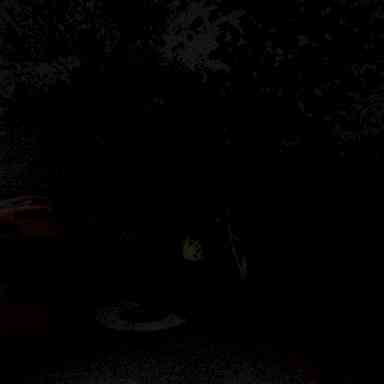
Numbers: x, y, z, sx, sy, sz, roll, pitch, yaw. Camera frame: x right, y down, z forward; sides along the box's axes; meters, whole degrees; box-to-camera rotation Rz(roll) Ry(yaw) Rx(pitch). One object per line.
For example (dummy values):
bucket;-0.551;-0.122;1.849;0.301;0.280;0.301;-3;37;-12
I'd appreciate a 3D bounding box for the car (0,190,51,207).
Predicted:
car;-16.283;0.634;31.880;4.792;1.488;2.163;1;2;-30

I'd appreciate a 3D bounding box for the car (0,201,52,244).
car;-6.745;1.353;15.156;5.008;1.535;2.097;1;2;-30

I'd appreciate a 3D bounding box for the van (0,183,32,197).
van;-25.931;-0.268;48.669;4.442;1.987;1.878;1;1;-30

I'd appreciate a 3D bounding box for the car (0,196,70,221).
car;-10.788;1.076;22.270;4.674;1.452;2.002;1;2;-30

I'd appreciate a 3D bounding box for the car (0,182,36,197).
car;-27.222;-0.375;51.118;5.566;2.045;2.435;1;1;-30

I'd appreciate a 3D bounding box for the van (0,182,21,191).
van;-42.427;-1.274;77.665;4.442;1.987;1.878;1;1;-30

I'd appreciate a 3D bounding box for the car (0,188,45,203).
car;-19.032;0.424;36.829;4.792;1.488;2.163;1;2;-30

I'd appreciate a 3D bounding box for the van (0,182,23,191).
van;-40.790;-1.183;75.258;4.442;1.987;1.878;1;1;-30

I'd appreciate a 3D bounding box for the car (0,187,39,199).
car;-23.093;0.127;43.920;5.008;1.535;2.097;1;1;-30

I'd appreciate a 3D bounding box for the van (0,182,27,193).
van;-34.006;-0.769;63.334;4.442;1.987;1.878;1;1;-30

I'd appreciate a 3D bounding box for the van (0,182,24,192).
van;-39.482;-1.103;72.961;4.442;1.987;1.878;1;1;-30

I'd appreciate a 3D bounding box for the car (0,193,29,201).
car;-8.078;1.121;17.578;4.553;1.767;2.185;1;2;-30

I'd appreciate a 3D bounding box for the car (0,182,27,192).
car;-38.238;-1.047;70.481;5.566;2.045;2.435;1;1;-30

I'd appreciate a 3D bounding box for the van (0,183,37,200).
van;-21.808;-0.014;41.439;4.442;1.987;1.878;1;1;-30

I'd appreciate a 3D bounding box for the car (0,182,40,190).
car;-14.857;0.462;29.495;5.566;2.045;2.435;1;2;-30

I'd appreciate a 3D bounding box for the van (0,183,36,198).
van;-24.359;-0.181;46.378;4.442;1.987;1.878;1;1;-30

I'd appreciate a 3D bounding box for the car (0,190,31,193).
car;-12.314;0.922;24.584;5.366;1.575;1.946;1;2;-30

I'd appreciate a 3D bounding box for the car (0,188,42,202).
car;-20.336;0.332;39.122;4.792;1.488;2.163;1;1;-30
